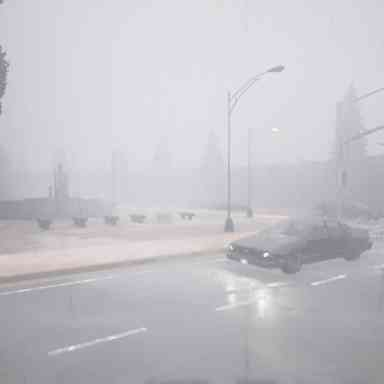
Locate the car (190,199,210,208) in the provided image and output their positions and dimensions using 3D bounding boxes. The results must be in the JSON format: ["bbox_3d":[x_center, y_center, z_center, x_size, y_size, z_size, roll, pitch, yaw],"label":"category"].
[{"bbox_3d":[2.000,1.601,46.179,4.718,1.301,1.895,0,0,41],"label":"car"}]

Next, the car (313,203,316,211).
[{"bbox_3d":[13.972,1.478,31.488,1.882,1.535,5.008,0,0,-36],"label":"car"}]

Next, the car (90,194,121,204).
[{"bbox_3d":[-14.685,1.555,55.948,5.357,1.411,2.033,0,0,17],"label":"car"}]

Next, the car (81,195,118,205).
[{"bbox_3d":[-14.844,1.548,52.280,5.357,1.411,2.033,0,0,18],"label":"car"}]

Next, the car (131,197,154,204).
[{"bbox_3d":[-9.106,1.564,61.192,4.181,1.385,1.994,0,0,22],"label":"car"}]

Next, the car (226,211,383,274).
[{"bbox_3d":[3.652,1.547,10.714,5.357,1.411,2.033,0,0,-34],"label":"car"}]

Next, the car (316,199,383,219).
[{"bbox_3d":[12.947,1.504,26.929,1.837,1.490,4.892,0,0,-36],"label":"car"}]

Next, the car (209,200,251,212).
[{"bbox_3d":[4.562,1.601,38.369,1.895,1.301,4.718,0,0,-39],"label":"car"}]
